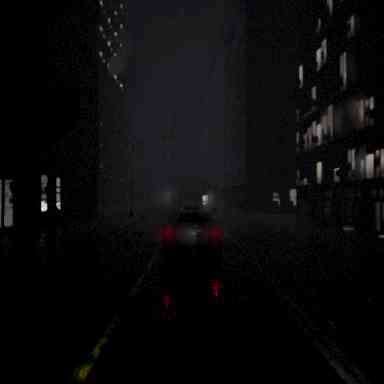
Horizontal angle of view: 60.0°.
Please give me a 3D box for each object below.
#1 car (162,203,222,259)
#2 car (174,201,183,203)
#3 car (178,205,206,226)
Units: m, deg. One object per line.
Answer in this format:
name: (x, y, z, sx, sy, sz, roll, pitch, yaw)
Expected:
car: (0.028, 1.498, 13.427, 2.097, 1.767, 4.553, 0, -1, 1)
car: (-2.729, 2.381, 65.701, 1.895, 1.301, 4.718, 0, -1, 0)
car: (0.021, 1.860, 27.531, 2.033, 1.411, 5.357, 0, -1, 0)
